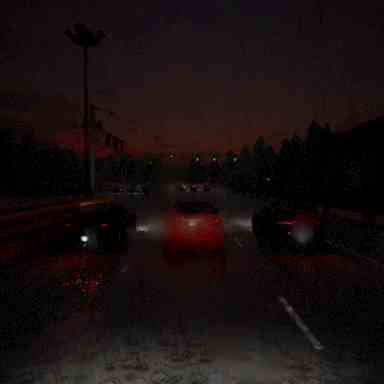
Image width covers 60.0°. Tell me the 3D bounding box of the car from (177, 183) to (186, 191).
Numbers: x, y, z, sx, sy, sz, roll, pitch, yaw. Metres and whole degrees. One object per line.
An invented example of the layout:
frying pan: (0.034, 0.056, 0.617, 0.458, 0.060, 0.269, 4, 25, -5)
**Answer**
car: (-3.064, -0.891, 88.357, 1.812, 1.442, 4.674, 0, 2, 0)

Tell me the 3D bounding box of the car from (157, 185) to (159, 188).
car: (-10.043, -1.179, 92.396, 2.097, 1.767, 4.553, 0, 2, 0)

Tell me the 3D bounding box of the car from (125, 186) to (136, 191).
car: (-17.043, -0.995, 92.409, 2.033, 1.411, 5.357, 0, 2, 0)

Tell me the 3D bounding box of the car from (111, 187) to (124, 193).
car: (-17.127, -0.549, 76.773, 2.033, 1.411, 5.357, 0, 2, 0)

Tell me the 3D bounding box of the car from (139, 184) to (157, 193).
car: (-10.128, -0.858, 76.571, 2.150, 2.045, 5.566, 0, 2, 0)

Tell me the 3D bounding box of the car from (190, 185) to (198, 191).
car: (0.433, -0.878, 87.921, 2.128, 1.511, 4.902, 0, 2, 0)

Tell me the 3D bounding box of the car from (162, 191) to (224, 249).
car: (0.072, 1.017, 12.994, 2.097, 1.767, 4.553, 0, 2, 1)

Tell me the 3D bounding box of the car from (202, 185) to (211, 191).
car: (3.933, -0.878, 87.902, 2.128, 1.511, 4.902, 0, 2, 0)

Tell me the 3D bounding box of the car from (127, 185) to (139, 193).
car: (-13.628, -0.731, 76.654, 2.097, 1.767, 4.553, 0, 2, 0)

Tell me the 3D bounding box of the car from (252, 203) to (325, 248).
car: (3.572, 1.156, 13.079, 2.128, 1.511, 4.902, 0, 2, 1)

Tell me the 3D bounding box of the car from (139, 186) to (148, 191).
car: (-13.543, -1.010, 92.390, 1.812, 1.442, 4.674, 0, 2, 0)

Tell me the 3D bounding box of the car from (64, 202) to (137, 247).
car: (-3.427, 1.168, 13.135, 1.837, 1.490, 4.892, 0, 2, 1)
